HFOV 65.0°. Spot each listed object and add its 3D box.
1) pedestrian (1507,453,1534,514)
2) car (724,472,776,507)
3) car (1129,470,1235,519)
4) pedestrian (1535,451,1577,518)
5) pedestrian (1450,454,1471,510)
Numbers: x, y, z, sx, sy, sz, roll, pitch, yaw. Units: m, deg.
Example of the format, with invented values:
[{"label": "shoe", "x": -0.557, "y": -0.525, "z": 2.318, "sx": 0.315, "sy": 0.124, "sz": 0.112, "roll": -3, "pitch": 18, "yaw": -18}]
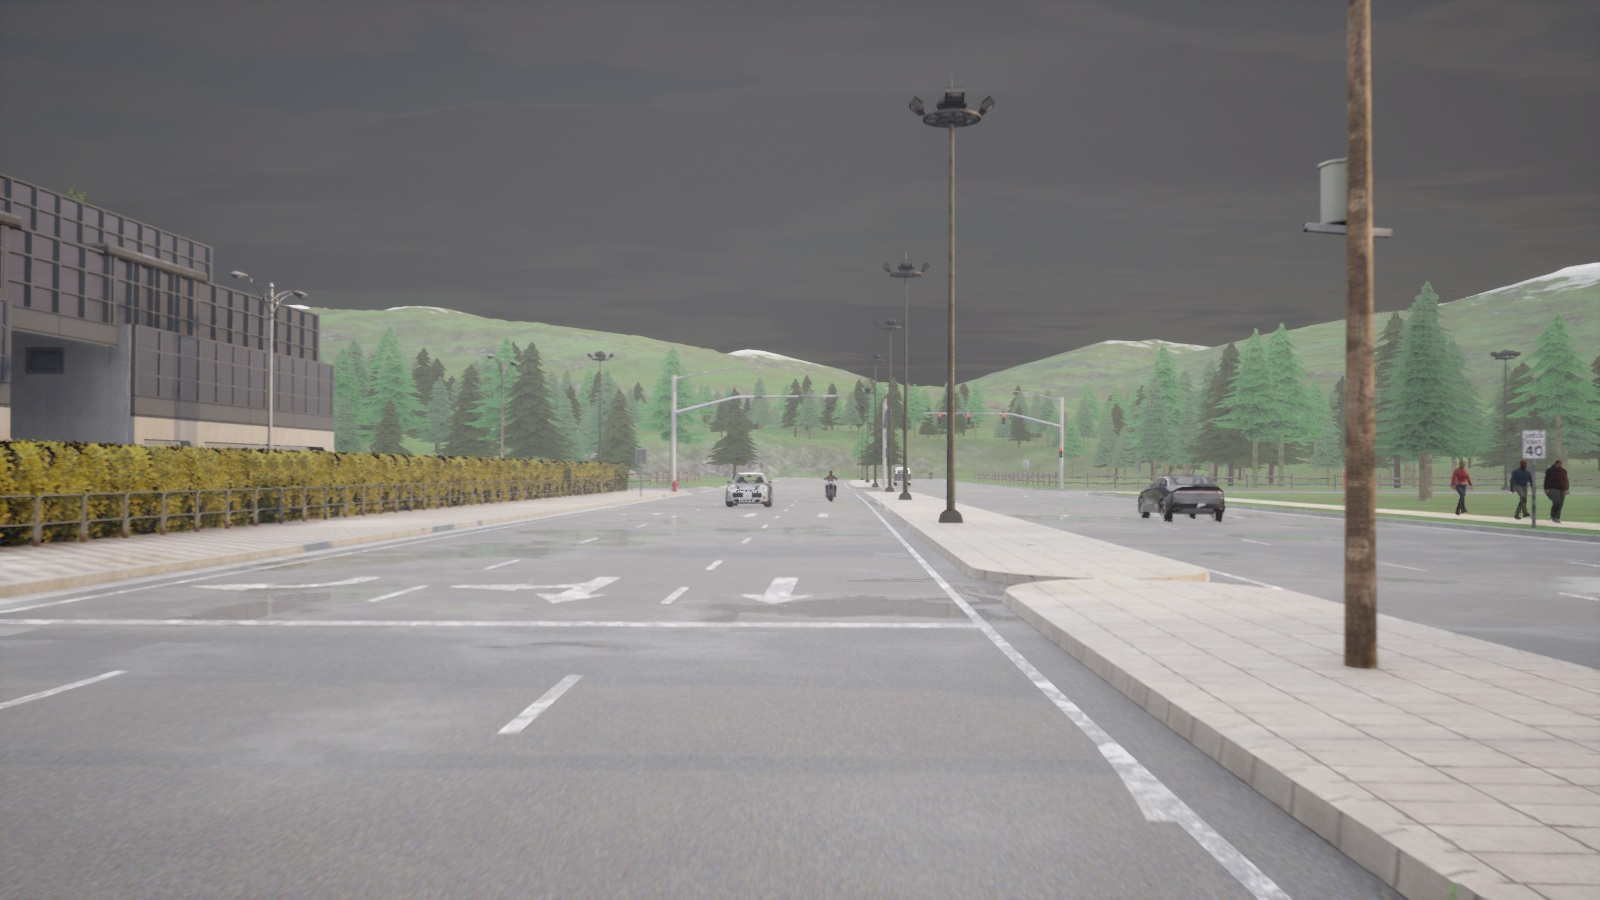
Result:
[{"label": "pedestrian", "x": 21.728, "y": 1.003, "z": 37.868, "sx": 0.370, "sy": 1.835, "sz": 0.726, "roll": 0, "pitch": -1, "yaw": -2}, {"label": "car", "x": -2.142, "y": 1.702, "z": 54.556, "sx": 1.970, "sy": 1.475, "sz": 3.806, "roll": 0, "pitch": -1, "yaw": 2}, {"label": "car", "x": 12.471, "y": 1.415, "z": 41.351, "sx": 2.128, "sy": 1.511, "sz": 4.902, "roll": 0, "pitch": -1, "yaw": 2}, {"label": "pedestrian", "x": 21.324, "y": 0.964, "z": 35.417, "sx": 0.634, "sy": 1.844, "sz": 0.899, "roll": 0, "pitch": -1, "yaw": 2}, {"label": "pedestrian", "x": 21.850, "y": 1.064, "z": 41.554, "sx": 0.331, "sy": 1.846, "sz": 0.636, "roll": 0, "pitch": -1, "yaw": 0}]
